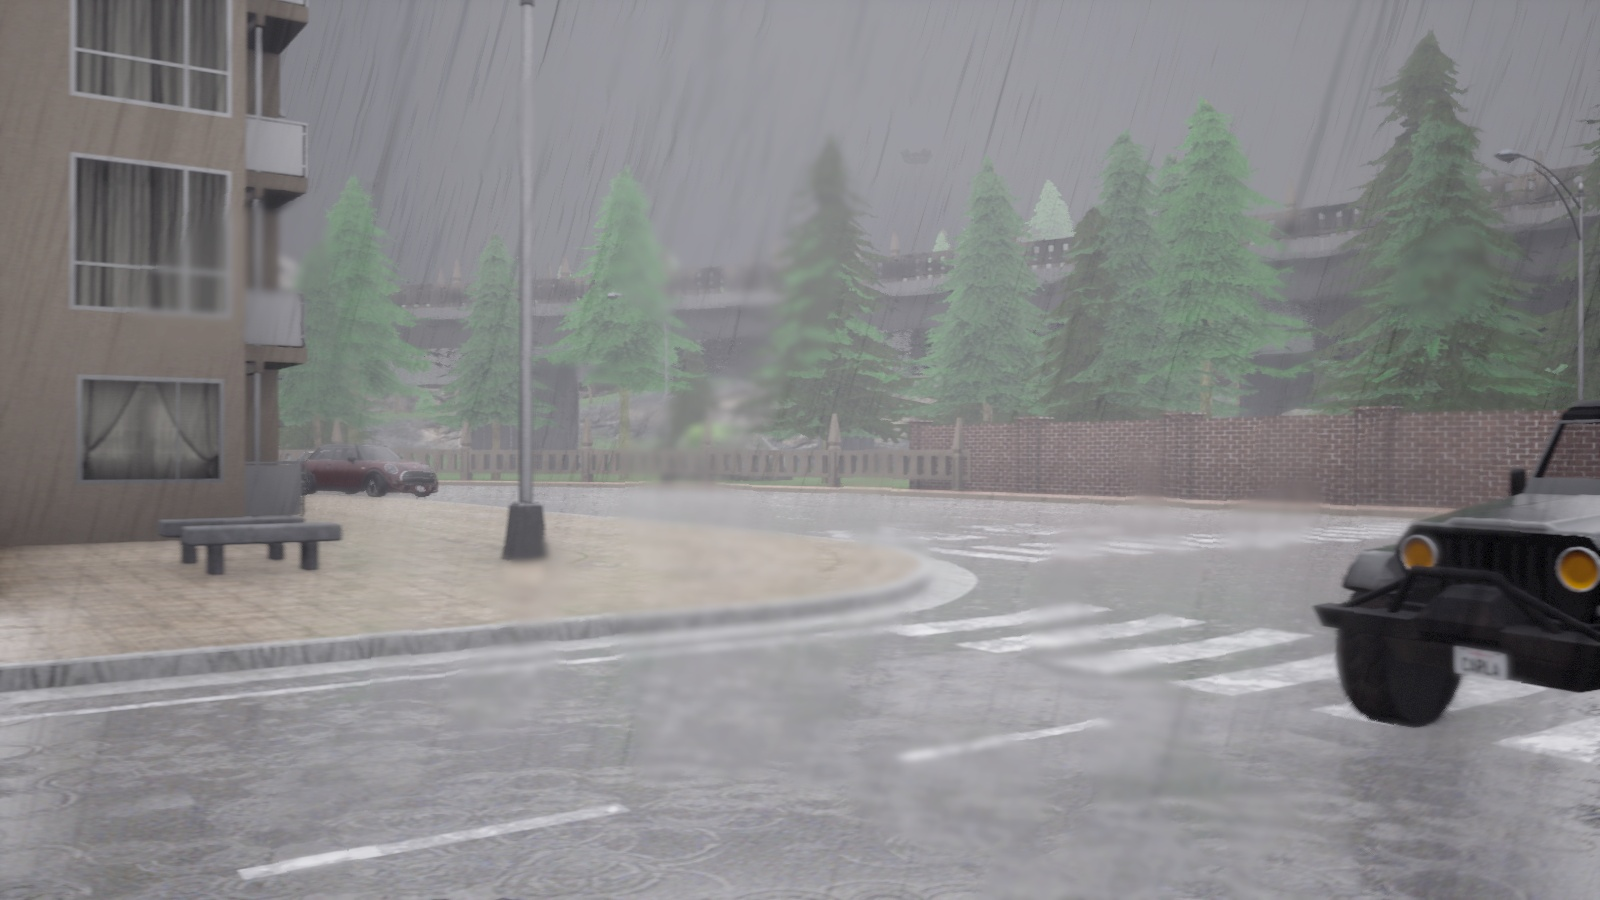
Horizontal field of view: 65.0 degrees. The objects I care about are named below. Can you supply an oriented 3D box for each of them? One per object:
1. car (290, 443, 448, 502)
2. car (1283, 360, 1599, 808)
[{"bbox_3d":[-13.495,0.673,39.293,4.553,1.767,2.097,0,0,28],"label":"car"},{"bbox_3d":[4.766,0.528,6.740,3.866,1.878,1.905,-1,0,-26],"label":"car"}]
